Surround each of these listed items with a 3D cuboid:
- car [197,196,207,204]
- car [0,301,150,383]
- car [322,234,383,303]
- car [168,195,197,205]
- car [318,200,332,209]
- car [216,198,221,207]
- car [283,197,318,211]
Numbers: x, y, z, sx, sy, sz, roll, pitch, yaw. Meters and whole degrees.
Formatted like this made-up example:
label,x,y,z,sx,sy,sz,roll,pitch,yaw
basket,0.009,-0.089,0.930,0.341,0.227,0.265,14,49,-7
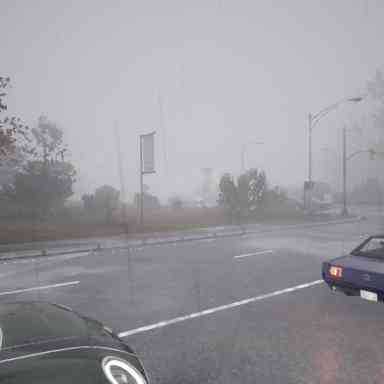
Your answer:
label,x,y,z,sx,sy,sz,roll,pitch,yaw
car,0.439,1.291,55.633,1.812,1.442,4.674,-1,0,-38
car,-2.462,1.352,1.967,4.553,1.767,2.097,0,0,-36
car,5.010,1.573,7.305,4.718,1.301,1.895,0,0,-35
car,-2.002,1.288,53.081,2.128,1.511,4.902,-1,0,-38
car,13.595,1.303,39.167,2.033,1.411,5.357,-1,0,-39
car,5.259,1.142,43.984,2.097,1.767,4.553,-1,0,-39
car,10.962,1.291,36.856,1.837,1.490,4.892,-1,0,-39
